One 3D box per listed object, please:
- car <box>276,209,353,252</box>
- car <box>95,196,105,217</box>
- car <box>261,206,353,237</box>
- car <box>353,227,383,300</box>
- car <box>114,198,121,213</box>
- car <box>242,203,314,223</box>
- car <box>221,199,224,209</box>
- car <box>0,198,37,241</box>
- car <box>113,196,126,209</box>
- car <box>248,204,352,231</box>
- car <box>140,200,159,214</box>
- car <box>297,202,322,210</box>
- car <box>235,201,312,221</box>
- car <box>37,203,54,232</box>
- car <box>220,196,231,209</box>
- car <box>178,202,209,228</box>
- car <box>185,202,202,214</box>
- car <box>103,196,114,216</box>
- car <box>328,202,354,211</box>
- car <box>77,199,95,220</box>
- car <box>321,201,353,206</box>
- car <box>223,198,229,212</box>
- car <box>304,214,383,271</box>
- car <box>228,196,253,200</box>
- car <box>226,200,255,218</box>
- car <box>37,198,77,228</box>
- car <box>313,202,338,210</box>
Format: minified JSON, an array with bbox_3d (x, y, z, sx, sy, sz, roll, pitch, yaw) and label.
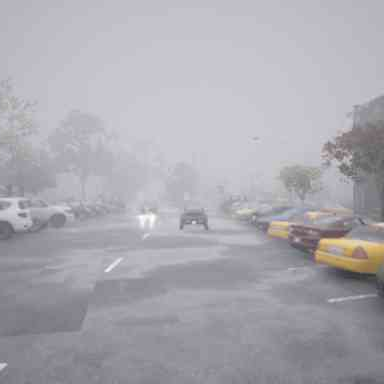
[{"bbox_3d":[6.013,1.569,12.533,5.008,1.535,2.097,1,-1,-20],"label":"car"},{"bbox_3d":[-10.945,1.566,31.552,4.553,1.767,2.185,-1,-1,-20],"label":"car"},{"bbox_3d":[6.187,1.589,15.566,5.366,1.575,1.946,1,-1,-20],"label":"car"},{"bbox_3d":[5.983,1.560,6.603,4.792,1.488,2.163,1,0,-20],"label":"car"},{"bbox_3d":[-10.913,1.732,37.603,4.892,1.521,2.231,-1,-1,-20],"label":"car"},{"bbox_3d":[6.047,1.657,21.428,4.792,1.488,2.163,1,-1,-20],"label":"car"},{"bbox_3d":[6.040,1.763,36.206,4.674,1.452,2.002,1,-1,-20],"label":"car"},{"bbox_3d":[-10.961,1.343,16.440,5.566,2.045,2.435,-1,0,-20],"label":"car"},{"bbox_3d":[-10.928,1.499,40.609,5.566,2.045,2.435,-1,0,-20],"label":"car"},{"bbox_3d":[6.017,1.608,18.462,5.008,1.535,2.097,1,0,-20],"label":"car"},{"bbox_3d":[-5.001,1.749,39.527,2.128,1.511,4.902,0,0,1],"label":"car"},{"bbox_3d":[24.774,2.869,70.238,2.231,1.521,4.892,3,-1,-21],"label":"car"},{"bbox_3d":[6.029,1.648,24.378,4.892,1.521,2.231,1,0,-20],"label":"car"},{"bbox_3d":[-10.896,1.642,19.482,4.792,1.488,2.163,-1,-1,-20],"label":"car"},{"bbox_3d":[6.069,1.491,39.184,5.566,2.045,2.435,1,-1,-20],"label":"car"},{"bbox_3d":[0.125,1.657,23.184,1.837,1.490,4.892,0,0,0],"label":"car"},{"bbox_3d":[0.143,1.861,39.985,1.895,1.301,4.718,0,0,0],"label":"car"},{"bbox_3d":[-10.881,1.585,34.590,4.553,1.767,2.185,-1,0,-20],"label":"car"},{"bbox_3d":[31.488,3.074,70.482,1.946,1.575,5.366,2,-1,-21],"label":"car"},{"bbox_3d":[-10.942,1.547,28.525,4.553,1.767,2.185,-1,-1,-20],"label":"car"},{"bbox_3d":[22.520,2.635,51.904,1.946,1.575,5.366,2,0,-21],"label":"car"},{"bbox_3d":[6.042,1.705,33.249,4.892,1.521,2.231,1,0,-20],"label":"car"},{"bbox_3d":[6.180,1.550,9.649,5.366,1.575,1.946,1,-1,-20],"label":"car"},{"bbox_3d":[6.066,1.560,30.299,4.553,1.767,2.185,1,0,-20],"label":"car"},{"bbox_3d":[5.860,1.660,27.261,5.366,1.575,1.946,1,0,-20],"label":"car"},{"bbox_3d":[-10.900,1.381,22.507,5.566,2.045,2.435,-1,-1,-20],"label":"car"},{"bbox_3d":[28.167,2.973,70.265,2.231,1.521,4.892,2,-1,-21],"label":"car"}]
